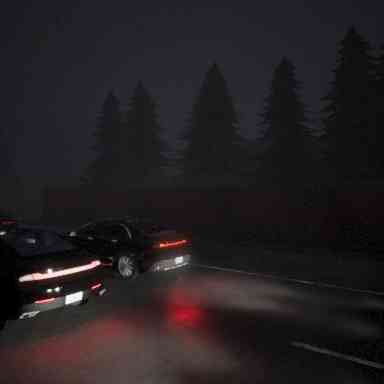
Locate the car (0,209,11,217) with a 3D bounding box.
[{"bbox_3d":[-9.937,1.503,15.451,4.892,1.490,1.837,0,0,36],"label":"car"}]

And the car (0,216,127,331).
[{"bbox_3d":[-3.866,1.491,6.777,4.902,1.511,2.128,0,0,36],"label":"car"}]

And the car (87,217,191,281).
[{"bbox_3d":[-2.298,1.504,9.962,4.892,1.490,1.837,0,0,36],"label":"car"}]
